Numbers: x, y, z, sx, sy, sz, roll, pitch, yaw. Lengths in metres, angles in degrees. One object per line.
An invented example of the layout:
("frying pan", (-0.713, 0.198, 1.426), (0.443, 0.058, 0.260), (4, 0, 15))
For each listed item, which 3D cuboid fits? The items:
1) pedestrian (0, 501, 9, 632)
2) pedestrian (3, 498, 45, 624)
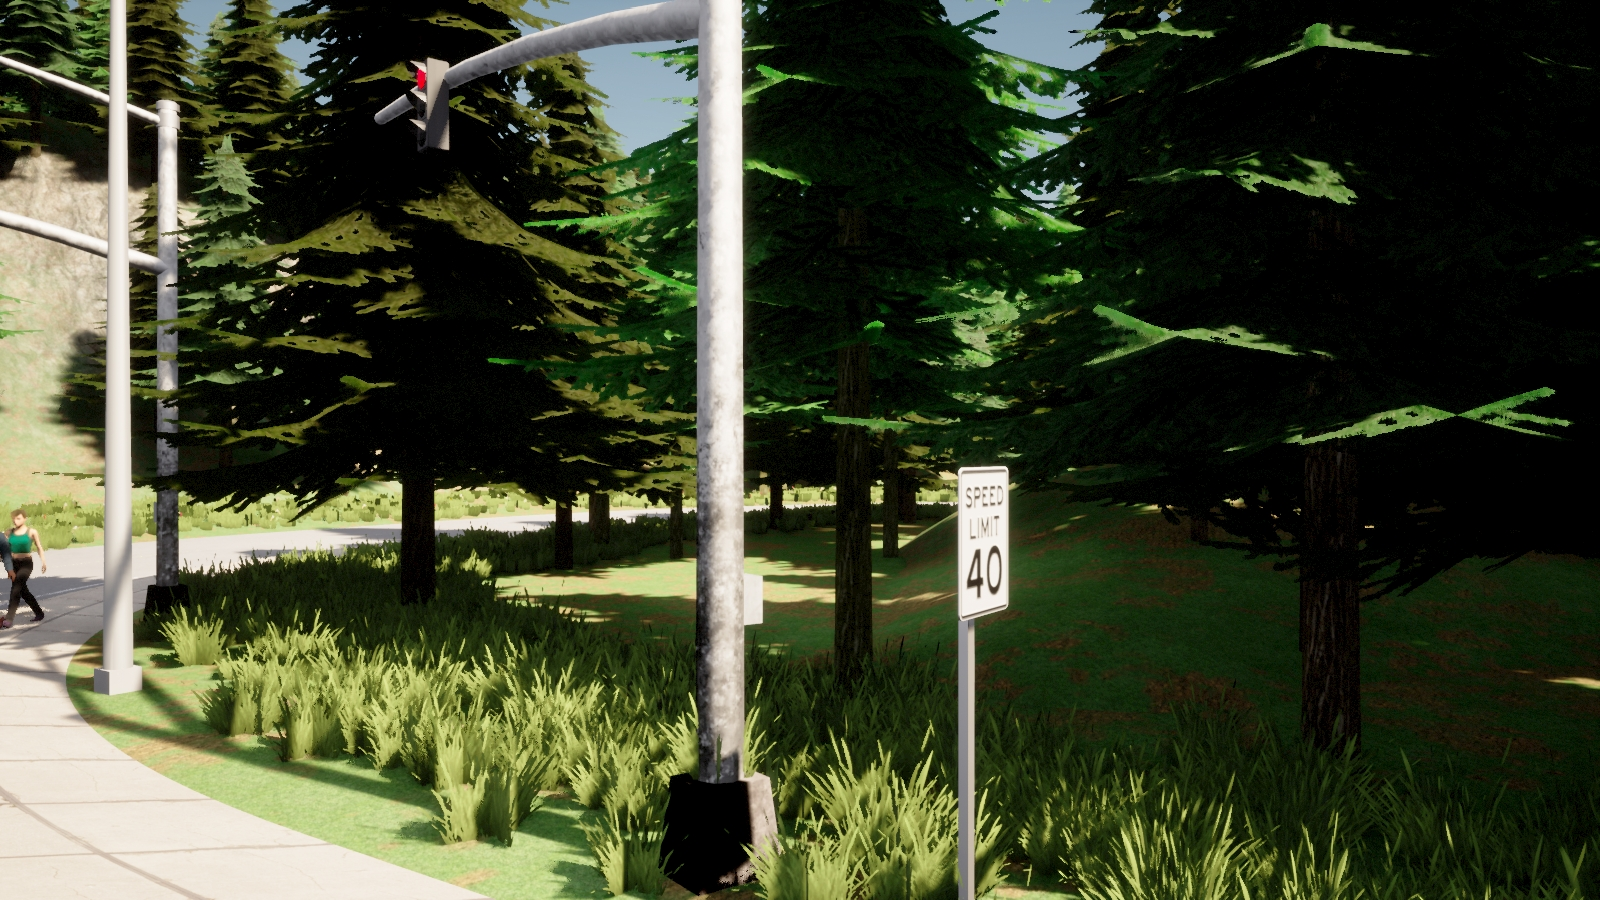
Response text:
("pedestrian", (-11.595, 1.668, 16.297), (0.375, 1.860, 0.375), (0, 0, -8))
("pedestrian", (-11.699, 1.668, 17.226), (0.375, 1.860, 0.375), (0, 0, -3))
